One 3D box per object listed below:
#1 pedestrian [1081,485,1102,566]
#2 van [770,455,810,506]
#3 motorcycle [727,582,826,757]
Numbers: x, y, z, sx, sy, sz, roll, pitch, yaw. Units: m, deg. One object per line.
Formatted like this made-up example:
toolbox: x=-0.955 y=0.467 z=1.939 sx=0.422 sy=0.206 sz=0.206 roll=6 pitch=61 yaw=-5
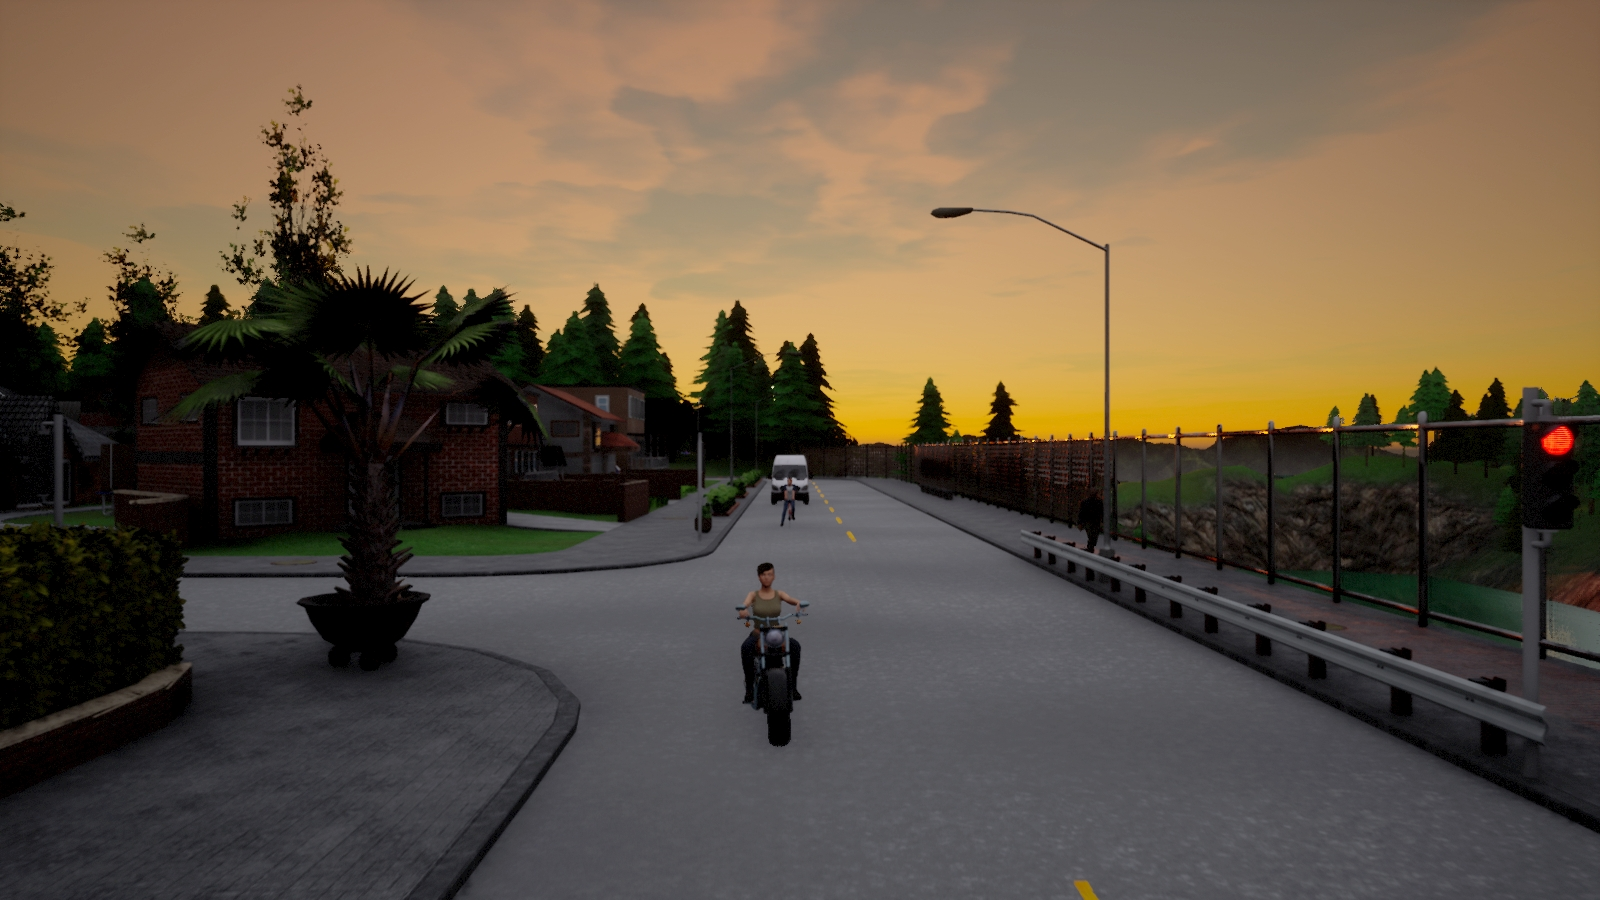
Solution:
pedestrian: x=6.762 y=1.753 z=26.514 sx=0.375 sy=1.860 sz=0.375 roll=0 pitch=0 yaw=-1
van: x=-0.518 y=1.553 z=60.449 sx=1.988 sy=2.561 sz=5.915 roll=0 pitch=0 yaw=0
motorcycle: x=-0.293 y=2.159 z=11.716 sx=0.764 sy=1.307 sz=2.356 roll=-1 pitch=0 yaw=-7
